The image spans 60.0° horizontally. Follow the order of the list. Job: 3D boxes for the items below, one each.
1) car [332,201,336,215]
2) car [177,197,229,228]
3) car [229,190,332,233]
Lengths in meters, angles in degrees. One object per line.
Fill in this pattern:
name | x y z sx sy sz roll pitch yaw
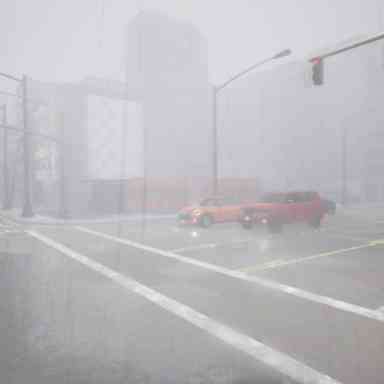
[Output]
car | 9.196 1.118 25.676 4.902 1.511 2.128 0 1 -37
car | 1.318 1.067 19.807 4.553 1.767 2.097 -1 1 -37
car | 4.936 0.939 18.131 5.566 2.045 2.150 -1 1 -37
